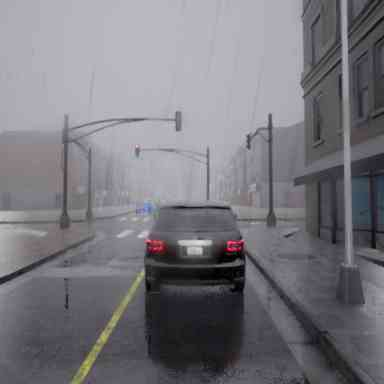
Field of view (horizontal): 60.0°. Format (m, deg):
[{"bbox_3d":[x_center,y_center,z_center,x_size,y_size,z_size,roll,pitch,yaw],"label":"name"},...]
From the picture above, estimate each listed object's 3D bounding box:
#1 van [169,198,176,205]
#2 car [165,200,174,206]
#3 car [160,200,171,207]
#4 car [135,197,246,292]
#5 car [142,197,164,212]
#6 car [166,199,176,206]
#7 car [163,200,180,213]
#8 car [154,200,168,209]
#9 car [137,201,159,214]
[{"bbox_3d":[-5.124,2.534,87.394,1.690,1.788,3.998,1,-1,0],"label":"van"},{"bbox_3d":[-5.150,2.504,76.812,1.887,1.381,4.507,1,-1,0],"label":"car"},{"bbox_3d":[-5.172,2.322,66.233,1.802,1.307,4.206,2,-1,0],"label":"car"},{"bbox_3d":[0.085,1.186,8.991,2.150,2.045,5.566,0,0,1],"label":"car"},{"bbox_3d":[-5.208,1.661,45.080,2.192,1.841,5.009,2,-1,0],"label":"car"},{"bbox_3d":[-5.137,2.515,82.103,1.967,1.590,4.097,1,-1,0],"label":"car"},{"bbox_3d":[-2.604,1.839,42.748,1.837,1.490,4.892,0,-1,0],"label":"car"},{"bbox_3d":[-5.193,2.080,55.654,1.887,1.381,4.507,2,-1,0],"label":"car"},{"bbox_3d":[-5.225,1.811,40.091,2.008,1.369,4.403,2,-1,0],"label":"car"}]
